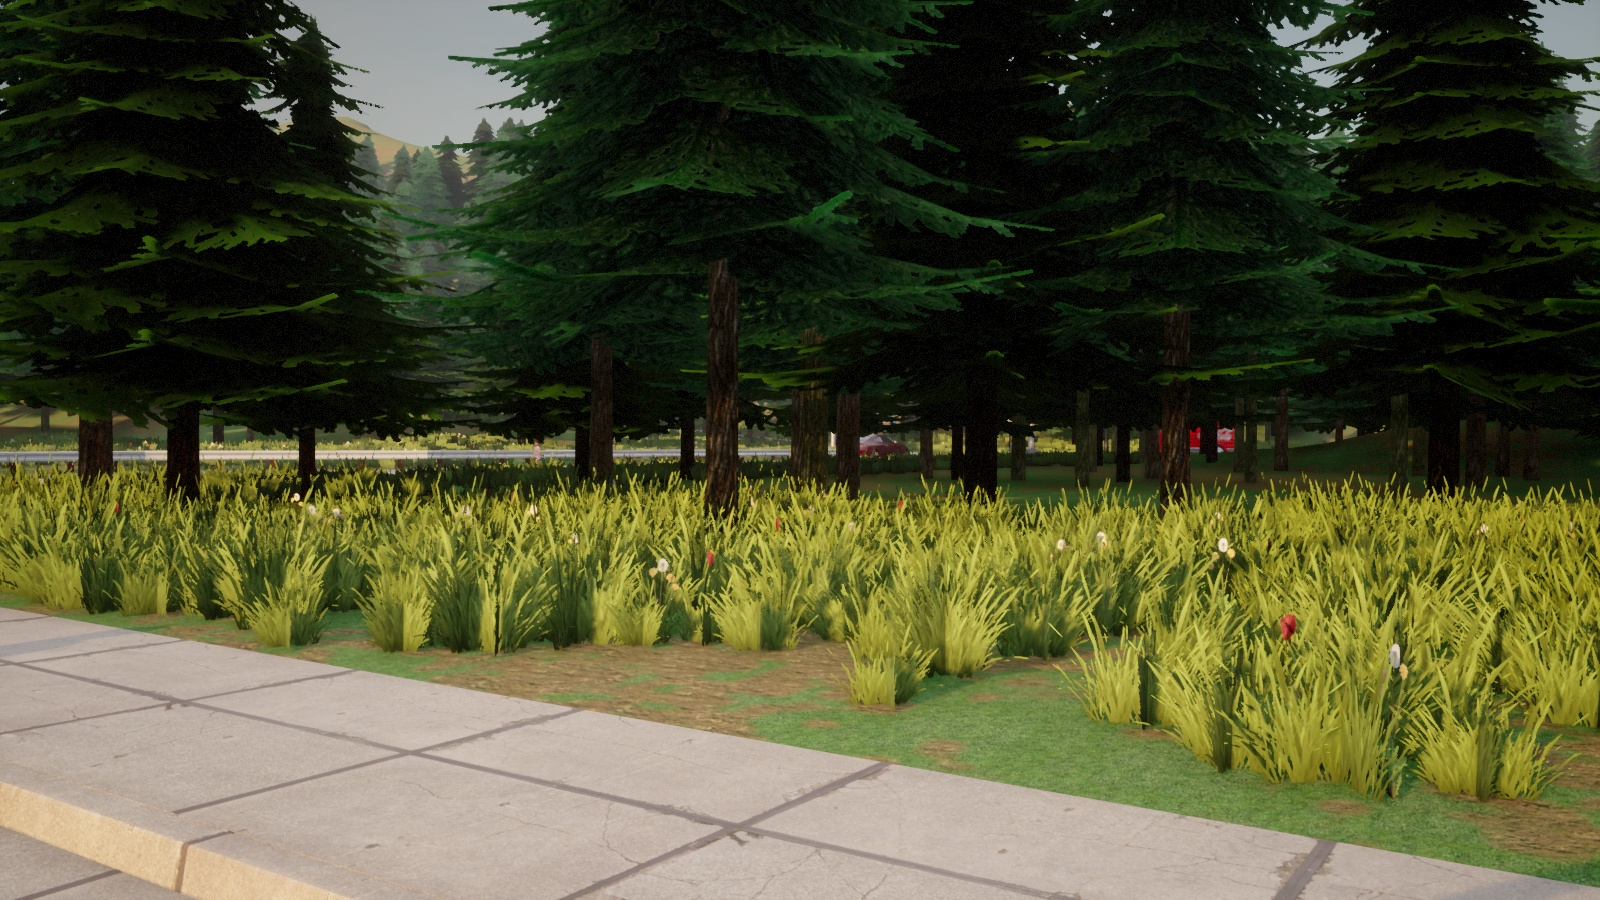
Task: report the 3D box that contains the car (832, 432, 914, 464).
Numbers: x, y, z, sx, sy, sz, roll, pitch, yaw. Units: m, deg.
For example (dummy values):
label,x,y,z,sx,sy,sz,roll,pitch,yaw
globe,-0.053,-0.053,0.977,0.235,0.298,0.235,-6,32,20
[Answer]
label,x,y,z,sx,sy,sz,roll,pitch,yaw
car,3.571,-0.130,60.669,1.812,1.442,4.674,0,1,35

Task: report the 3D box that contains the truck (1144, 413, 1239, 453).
label,x,y,z,sx,sy,sz,roll,pitch,yaw
truck,25.099,-1.098,80.556,5.204,2.467,2.627,0,1,-4
